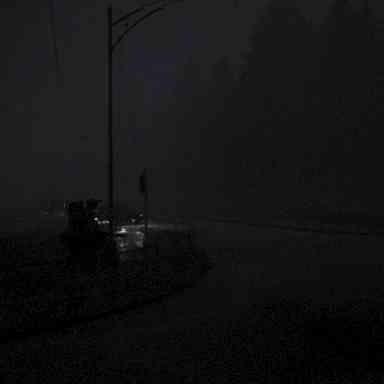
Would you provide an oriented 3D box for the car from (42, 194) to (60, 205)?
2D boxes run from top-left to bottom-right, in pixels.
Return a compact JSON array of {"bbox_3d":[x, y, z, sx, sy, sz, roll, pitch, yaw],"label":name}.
[{"bbox_3d":[-24.997,1.285,58.950,2.097,1.767,4.553,0,0,-35],"label":"car"}]

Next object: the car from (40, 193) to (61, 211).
[{"bbox_3d":[-16.833,1.176,40.278,2.150,2.045,5.566,0,0,-35],"label":"car"}]

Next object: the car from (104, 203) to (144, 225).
[{"bbox_3d":[-5.437,1.501,24.252,2.033,1.411,5.357,0,0,-35],"label":"car"}]

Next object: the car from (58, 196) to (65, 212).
[{"bbox_3d":[-10.818,1.445,31.811,2.128,1.511,4.902,0,0,-35],"label":"car"}]
